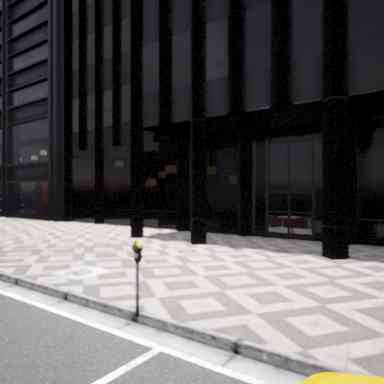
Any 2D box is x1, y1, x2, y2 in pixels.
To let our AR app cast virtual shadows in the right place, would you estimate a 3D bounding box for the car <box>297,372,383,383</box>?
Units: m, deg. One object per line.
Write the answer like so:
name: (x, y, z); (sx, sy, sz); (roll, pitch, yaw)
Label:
car: (2.422, 1.521, 1.115); (4.829, 1.417, 1.752); (-1, 0, 37)
